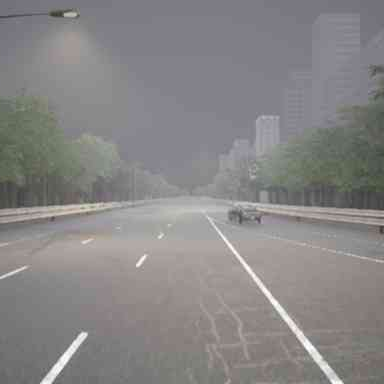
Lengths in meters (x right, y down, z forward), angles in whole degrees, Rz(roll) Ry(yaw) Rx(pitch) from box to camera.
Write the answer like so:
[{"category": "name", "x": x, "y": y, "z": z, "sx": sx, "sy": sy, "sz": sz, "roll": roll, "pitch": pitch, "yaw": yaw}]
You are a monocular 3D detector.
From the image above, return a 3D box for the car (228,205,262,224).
[{"category": "car", "x": 4.394, "y": 1.877, "z": 28.382, "sx": 2.128, "sy": 1.511, "sz": 4.902, "roll": 0, "pitch": -1, "yaw": -8}]
